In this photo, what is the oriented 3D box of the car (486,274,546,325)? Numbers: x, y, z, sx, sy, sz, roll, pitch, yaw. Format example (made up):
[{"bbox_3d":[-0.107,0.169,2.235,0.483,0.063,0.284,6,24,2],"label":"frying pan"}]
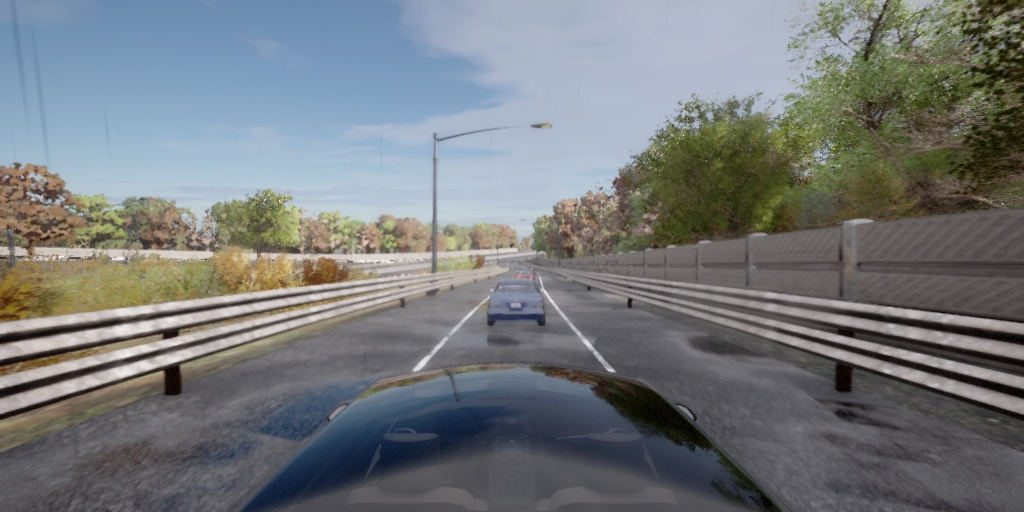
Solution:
[{"bbox_3d":[0.171,1.493,12.561,2.033,1.411,5.357,0,-1,1],"label":"car"}]

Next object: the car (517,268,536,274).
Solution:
[{"bbox_3d":[1.308,2.119,35.130,1.895,1.301,4.718,0,-1,4],"label":"car"}]
